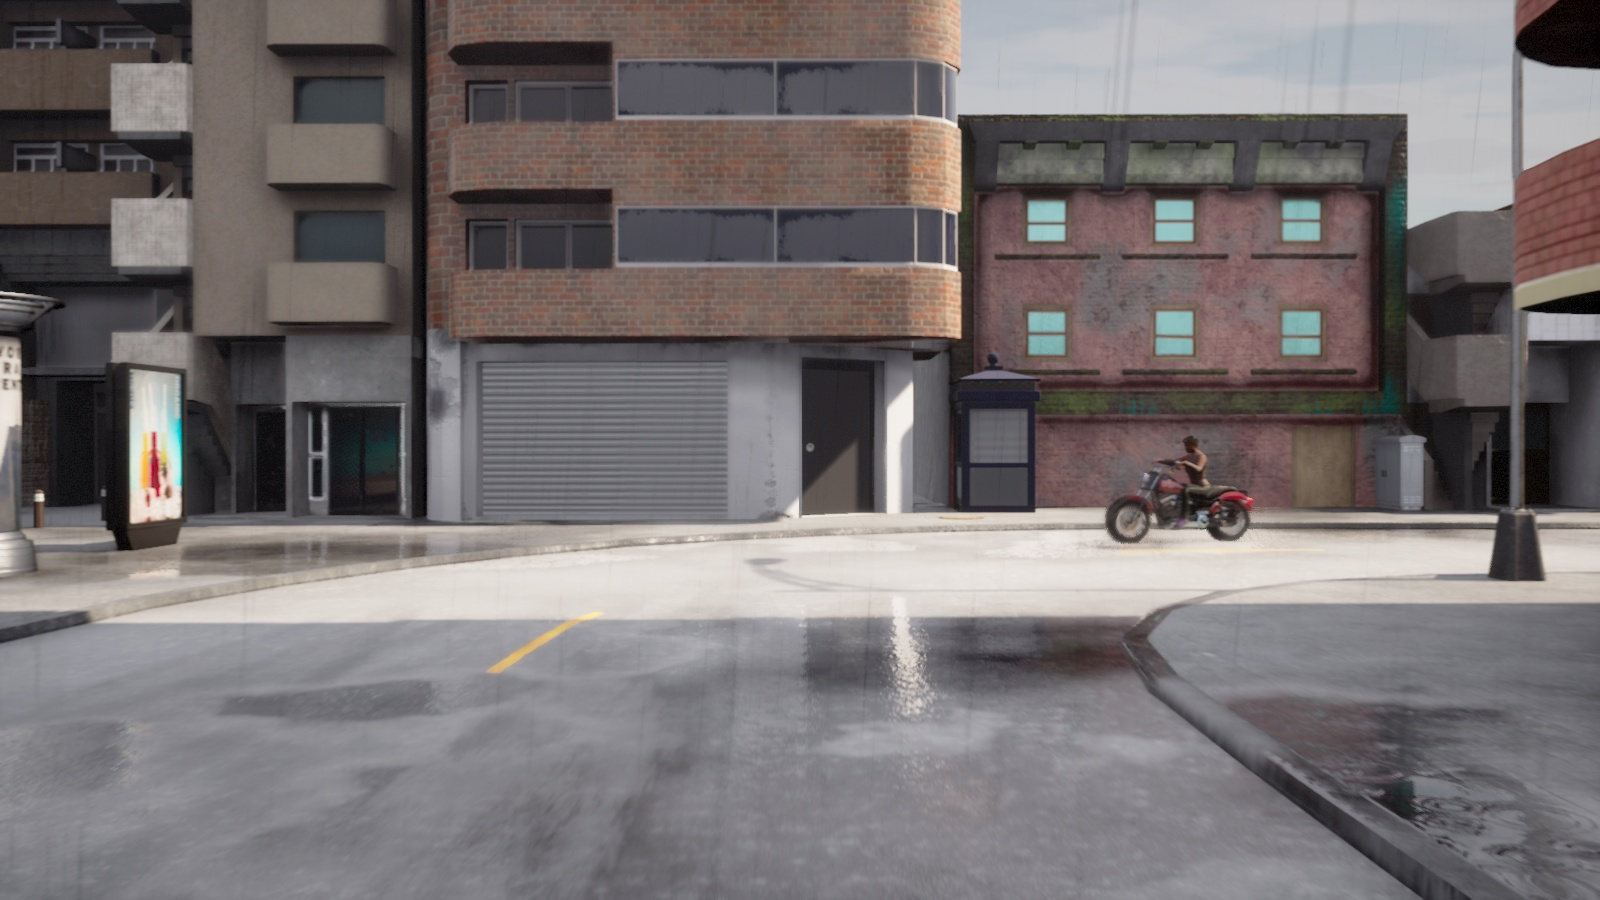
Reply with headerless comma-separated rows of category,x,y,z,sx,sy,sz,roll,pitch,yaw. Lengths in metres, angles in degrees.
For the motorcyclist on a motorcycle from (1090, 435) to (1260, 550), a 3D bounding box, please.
motorcyclist on a motorcycle,5.583,0.601,18.730,2.350,1.649,0.766,0,1,-12
